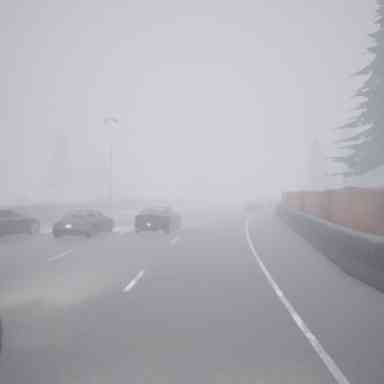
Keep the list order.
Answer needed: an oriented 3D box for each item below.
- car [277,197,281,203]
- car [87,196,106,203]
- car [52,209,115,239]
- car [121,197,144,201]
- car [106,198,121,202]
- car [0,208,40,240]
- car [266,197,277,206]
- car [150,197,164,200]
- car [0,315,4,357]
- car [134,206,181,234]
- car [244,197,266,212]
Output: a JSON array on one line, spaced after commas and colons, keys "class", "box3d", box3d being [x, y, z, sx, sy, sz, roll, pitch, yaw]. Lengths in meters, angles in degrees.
[{"class": "car", "box3d": [19.523, 1.815, 71.742, 1.895, 1.301, 4.718, 0, 0, 30]}, {"class": "car", "box3d": [-18.557, 1.510, 65.277, 2.097, 1.767, 4.553, 0, 0, 22]}, {"class": "car", "box3d": [-5.652, 1.605, 17.813, 1.994, 1.385, 4.181, 0, 0, 7]}, {"class": "car", "box3d": [-11.113, 1.686, 65.003, 1.837, 1.490, 4.892, 0, 0, 23]}, {"class": "car", "box3d": [-14.416, 1.775, 66.198, 1.895, 1.301, 4.718, 0, 0, 23]}, {"class": "car", "box3d": [-9.373, 1.525, 16.174, 1.837, 1.490, 4.892, 0, 0, 6]}, {"class": "car", "box3d": [13.193, 1.614, 59.610, 2.097, 1.767, 4.553, 0, 0, 25]}, {"class": "car", "box3d": [-6.944, 1.705, 65.776, 2.128, 1.511, 4.902, 0, 0, 23]}, {"class": "car", "box3d": [-3.297, 1.487, 2.210, 2.128, 1.511, 4.902, 0, 0, 1]}, {"class": "car", "box3d": [-1.893, 1.540, 19.634, 1.882, 1.535, 5.008, 0, 0, 8]}, {"class": "car", "box3d": [8.004, 1.708, 42.657, 1.812, 1.442, 4.674, 0, 0, 18]}]
